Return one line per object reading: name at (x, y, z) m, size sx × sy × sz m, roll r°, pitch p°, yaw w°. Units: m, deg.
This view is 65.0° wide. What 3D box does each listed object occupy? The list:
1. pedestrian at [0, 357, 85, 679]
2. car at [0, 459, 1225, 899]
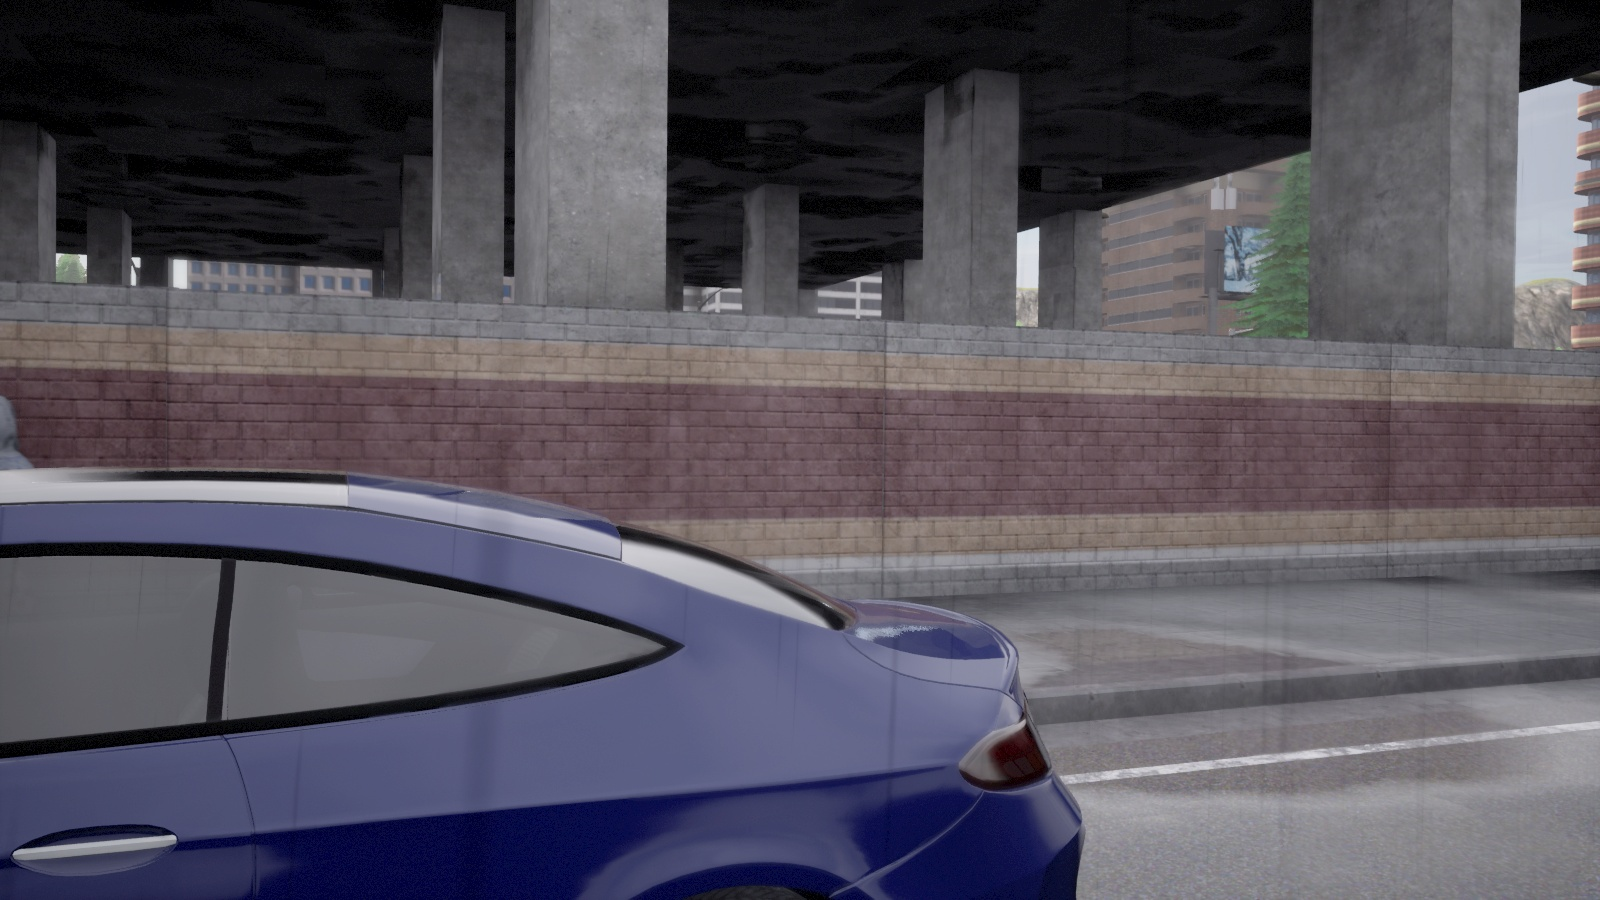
pedestrian at (-4.925, 0.392, 7.575) m, size 0.900 × 1.855 × 0.874 m, roll -1°, pitch 1°, yaw -20°
car at (-1.621, 0.799, 2.622) m, size 4.674 × 1.442 × 1.812 m, roll -1°, pitch 1°, yaw -21°
